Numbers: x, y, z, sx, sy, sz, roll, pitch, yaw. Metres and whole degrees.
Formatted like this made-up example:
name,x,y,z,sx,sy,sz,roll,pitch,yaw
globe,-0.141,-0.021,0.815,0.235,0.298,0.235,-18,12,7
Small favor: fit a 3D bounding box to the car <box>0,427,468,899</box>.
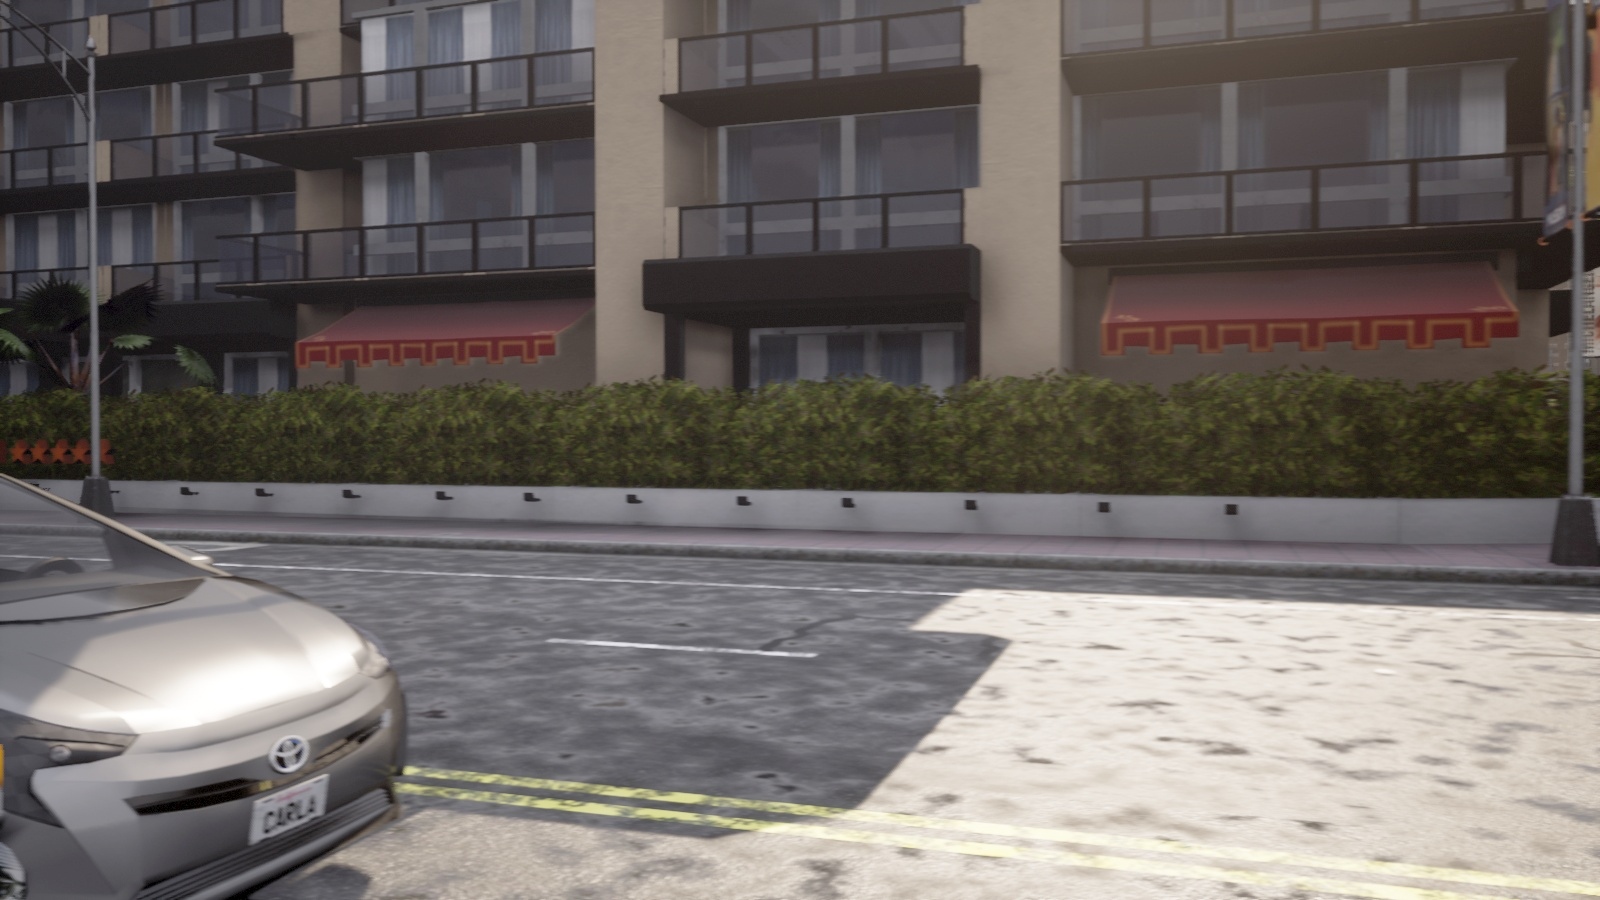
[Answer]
name,x,y,z,sx,sy,sz,roll,pitch,yaw
car,-3.697,0.678,4.436,4.514,1.525,2.007,1,1,19
